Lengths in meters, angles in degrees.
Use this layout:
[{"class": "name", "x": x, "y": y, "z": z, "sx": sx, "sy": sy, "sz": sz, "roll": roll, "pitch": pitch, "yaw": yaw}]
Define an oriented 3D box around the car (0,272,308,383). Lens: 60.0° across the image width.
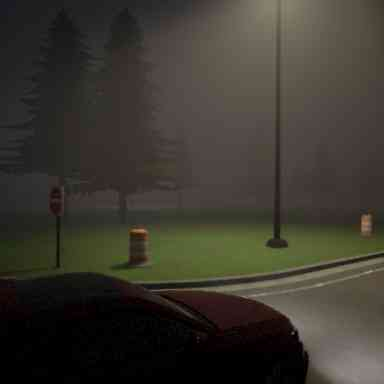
[{"class": "car", "x": -0.905, "y": 1.535, "z": 3.100, "sx": 4.674, "sy": 1.442, "sz": 1.812, "roll": 1, "pitch": 0, "yaw": -35}]
